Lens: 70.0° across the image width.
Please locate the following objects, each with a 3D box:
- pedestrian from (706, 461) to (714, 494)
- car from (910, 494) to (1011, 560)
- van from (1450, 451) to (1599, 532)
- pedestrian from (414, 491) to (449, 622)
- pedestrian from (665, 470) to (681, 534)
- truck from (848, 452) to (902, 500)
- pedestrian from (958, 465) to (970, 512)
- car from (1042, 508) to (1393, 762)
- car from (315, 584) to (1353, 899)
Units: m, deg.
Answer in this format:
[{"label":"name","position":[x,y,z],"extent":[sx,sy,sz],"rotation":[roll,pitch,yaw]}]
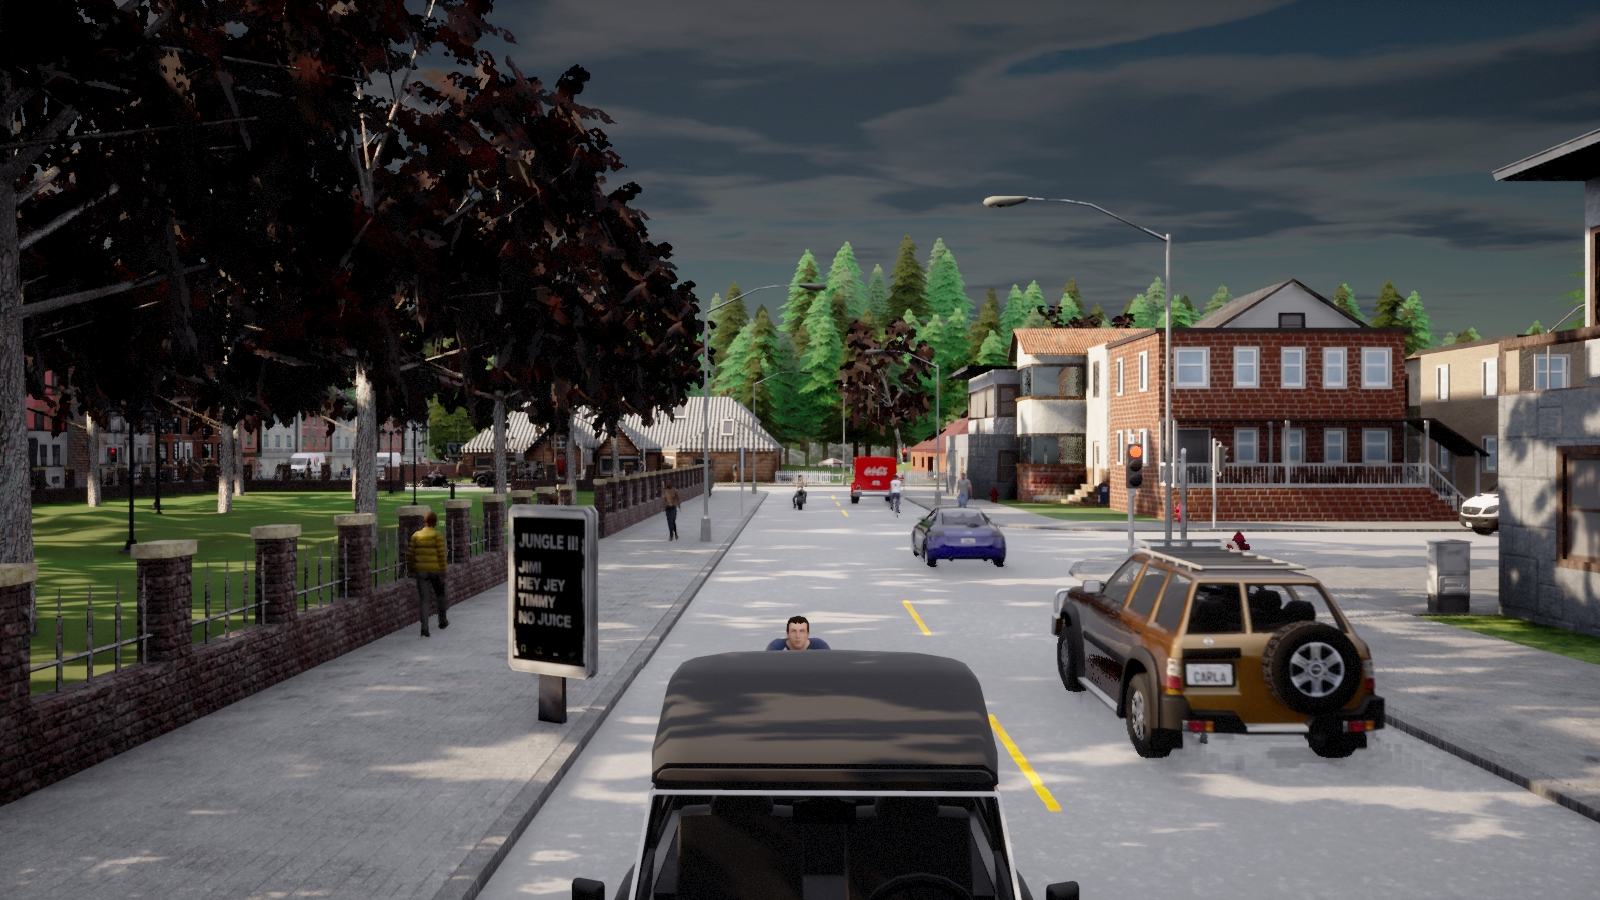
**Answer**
[{"label":"pedestrian","position":[-5.093,1.551,64.585],"extent":[0.375,1.860,0.375],"rotation":[0,0,8]},{"label":"car","position":[4.001,1.911,29.188],"extent":[1.994,1.385,4.181],"rotation":[0,0,0]},{"label":"van","position":[24.712,1.329,37.232],"extent":[5.915,2.561,1.988],"rotation":[0,0,0]},{"label":"pedestrian","position":[-5.334,1.532,16.553],"extent":[0.375,1.860,0.375],"rotation":[0,0,1]},{"label":"pedestrian","position":[-3.766,1.539,33.856],"extent":[0.375,1.860,0.375],"rotation":[0,0,15]},{"label":"truck","position":[3.969,1.372,61.570],"extent":[2.627,2.467,5.204],"rotation":[0,0,1]},{"label":"pedestrian","position":[6.497,1.534,45.336],"extent":[0.375,1.860,0.375],"rotation":[0,0,25]},{"label":"car","position":[3.944,1.650,11.775],"extent":[1.932,1.855,4.605],"rotation":[0,0,0]},{"label":"car","position":[0.090,1.640,4.031],"extent":[1.905,1.878,3.866],"rotation":[0,0,1]}]
